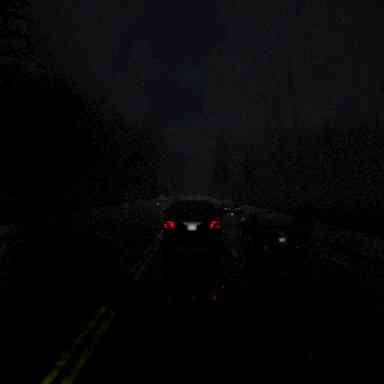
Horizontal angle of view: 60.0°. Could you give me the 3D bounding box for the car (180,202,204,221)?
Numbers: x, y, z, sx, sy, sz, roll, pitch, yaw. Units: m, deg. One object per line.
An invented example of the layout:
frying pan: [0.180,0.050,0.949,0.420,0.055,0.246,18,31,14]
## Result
car: [0.012,1.637,29.275,1.994,1.385,4.181,0,0,0]

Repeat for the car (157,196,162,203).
car: [-6.483,1.511,71.752,1.812,1.442,4.674,0,0,0]

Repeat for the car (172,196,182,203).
car: [-3.233,1.582,71.722,1.895,1.301,4.718,0,0,0]

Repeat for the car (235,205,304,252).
car: [3.261,1.563,14.446,1.882,1.535,5.008,0,0,0]

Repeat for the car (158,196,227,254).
car: [0.005,1.301,13.983,2.150,2.045,5.566,0,0,0]

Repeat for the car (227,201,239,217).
car: [3.263,1.566,29.274,2.128,1.511,4.902,0,0,0]
